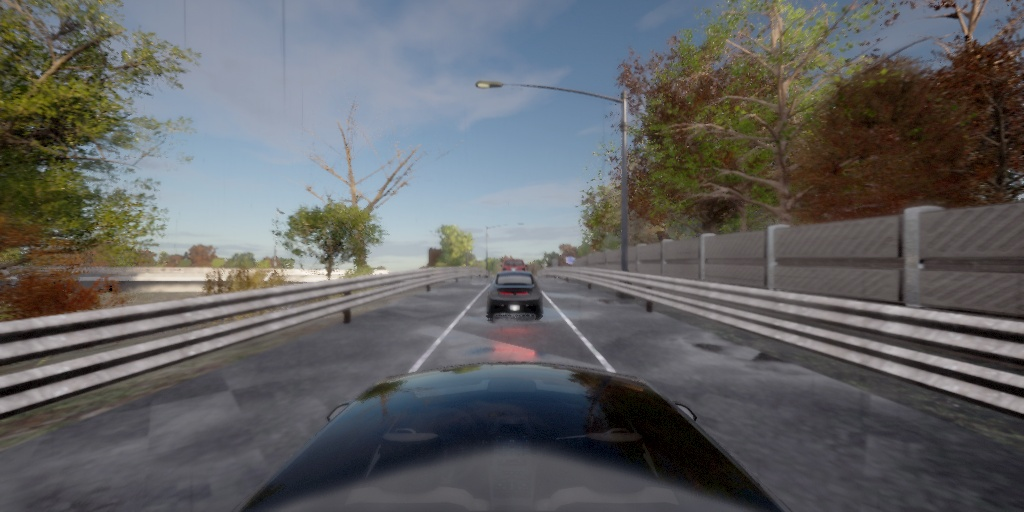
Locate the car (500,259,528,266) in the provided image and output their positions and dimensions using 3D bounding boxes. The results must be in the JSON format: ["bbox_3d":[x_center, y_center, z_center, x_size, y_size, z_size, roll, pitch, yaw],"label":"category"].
[{"bbox_3d":[0.180,1.305,31.325,2.150,2.045,5.566,0,-2,0],"label":"car"}]

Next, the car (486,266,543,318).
[{"bbox_3d":[0.095,1.307,13.286,1.837,1.490,4.892,0,0,0],"label":"car"}]
